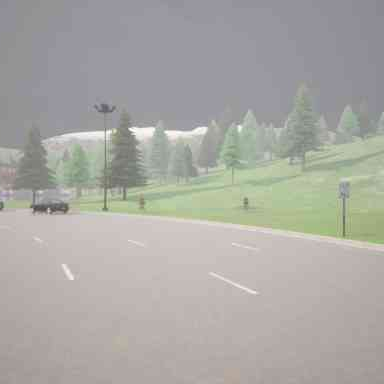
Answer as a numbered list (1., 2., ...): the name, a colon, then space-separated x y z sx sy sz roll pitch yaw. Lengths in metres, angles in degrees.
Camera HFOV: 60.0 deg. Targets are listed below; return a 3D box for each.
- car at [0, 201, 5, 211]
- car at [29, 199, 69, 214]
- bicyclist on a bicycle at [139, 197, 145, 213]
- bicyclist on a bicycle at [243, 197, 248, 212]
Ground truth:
1. car: -24.367 1.526 39.619 4.674 1.442 1.812 0 0 23
2. car: -15.045 1.478 34.933 5.008 1.535 1.882 0 0 33
3. bicyclist on a bicycle: -5.074 1.304 33.819 0.582 1.620 1.656 0 -2 -31
4. bicyclist on a bicycle: 5.678 1.311 35.028 0.582 1.620 1.656 0 -2 -1
